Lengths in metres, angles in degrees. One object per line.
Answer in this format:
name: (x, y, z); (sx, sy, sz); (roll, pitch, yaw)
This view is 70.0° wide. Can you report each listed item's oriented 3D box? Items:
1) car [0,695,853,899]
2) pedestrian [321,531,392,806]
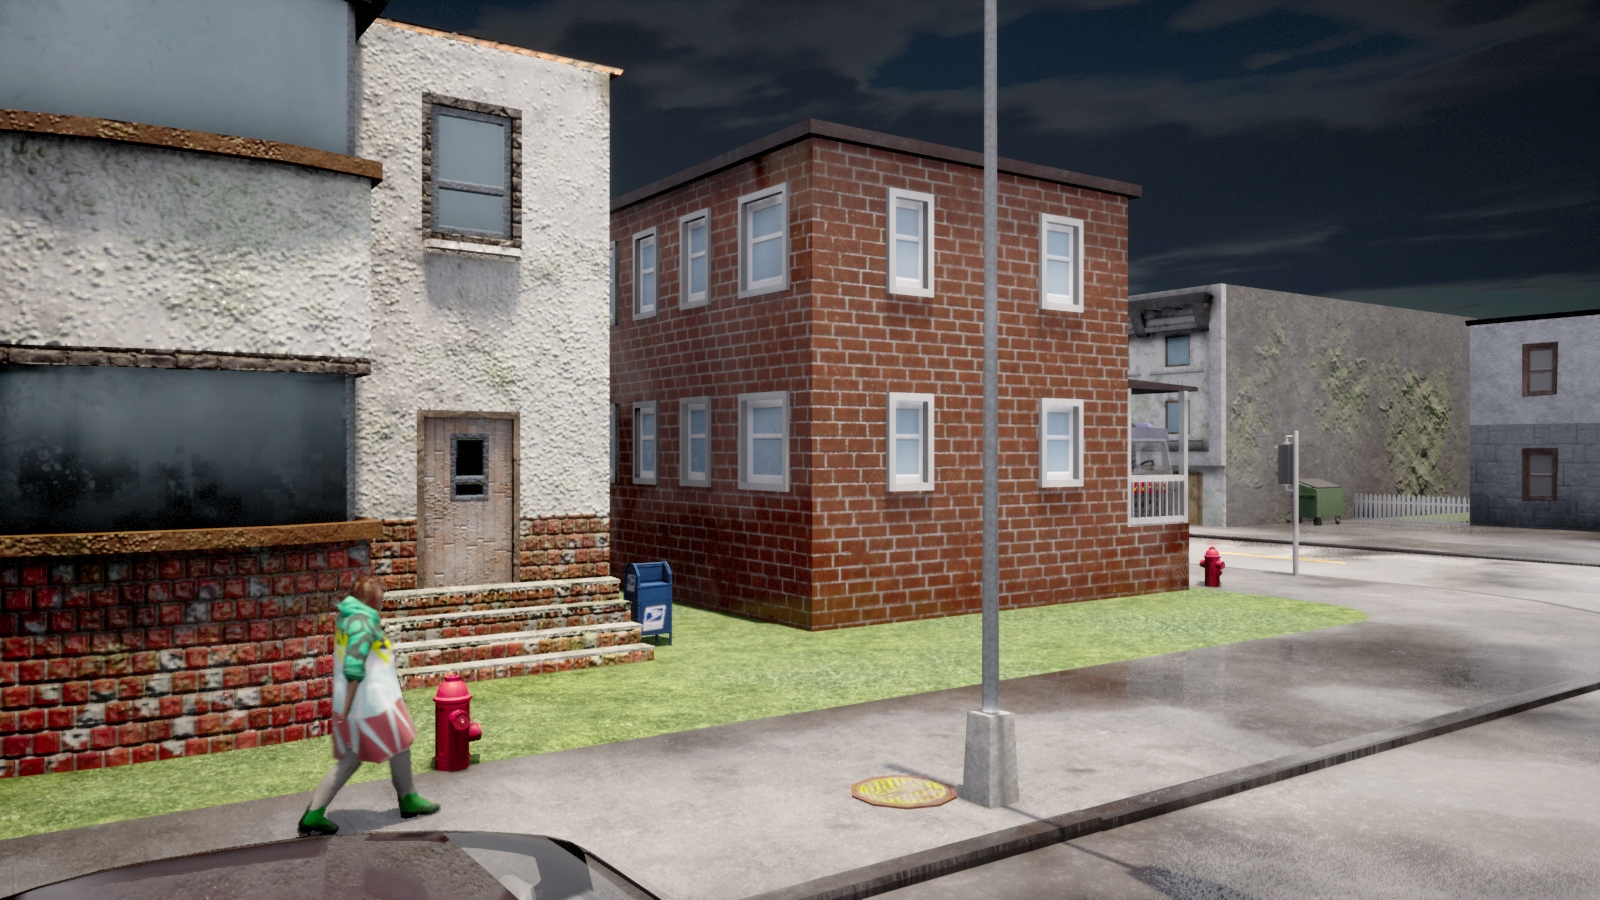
car: (-1.878, 1.806, 3.034); (3.705, 1.549, 1.789); (0, 0, -35)
pedestrian: (-3.158, 1.524, 8.136); (0.375, 1.860, 0.375); (0, 0, -40)
